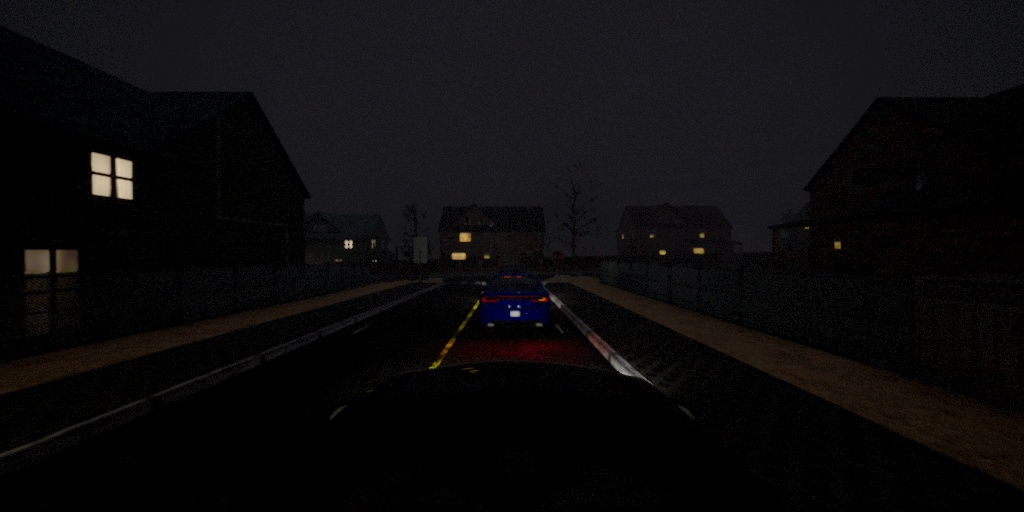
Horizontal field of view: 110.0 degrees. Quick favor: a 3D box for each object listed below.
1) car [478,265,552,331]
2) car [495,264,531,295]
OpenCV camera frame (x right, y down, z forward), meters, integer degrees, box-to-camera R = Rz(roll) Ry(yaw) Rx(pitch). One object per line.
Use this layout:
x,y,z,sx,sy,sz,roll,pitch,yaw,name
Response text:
0.065,1.212,10.945,1.882,1.535,5.008,0,0,0,car
-0.010,1.230,20.654,1.837,1.490,4.892,0,0,-2,car
